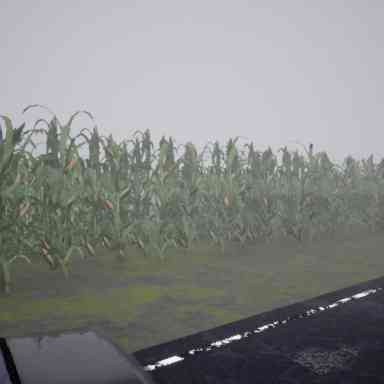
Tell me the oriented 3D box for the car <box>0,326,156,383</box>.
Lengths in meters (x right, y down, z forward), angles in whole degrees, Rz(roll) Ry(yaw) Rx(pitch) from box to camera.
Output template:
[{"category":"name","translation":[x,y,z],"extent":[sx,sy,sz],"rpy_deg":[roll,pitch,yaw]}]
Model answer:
[{"category":"car","translation":[-2.585,1.548,1.233],"extent":[5.357,1.411,2.033],"rpy_deg":[0,0,-35]}]
